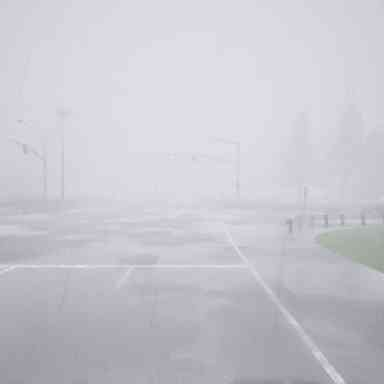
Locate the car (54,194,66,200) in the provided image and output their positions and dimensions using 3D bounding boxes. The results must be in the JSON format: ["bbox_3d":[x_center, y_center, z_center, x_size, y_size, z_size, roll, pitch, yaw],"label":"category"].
[{"bbox_3d":[-33.784,1.170,85.200,2.033,1.411,5.357,0,0,-14],"label":"car"}]

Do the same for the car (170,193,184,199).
[{"bbox_3d":[-3.891,0.955,95.132,2.097,1.767,4.553,0,0,-18],"label":"car"}]

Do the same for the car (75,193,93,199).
[{"bbox_3d":[-21.090,1.234,66.286,1.837,1.490,4.892,0,0,0],"label":"car"}]

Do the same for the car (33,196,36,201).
[{"bbox_3d":[-28.119,1.324,59.051,1.994,1.385,4.181,0,0,0],"label":"car"}]

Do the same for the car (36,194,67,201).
[{"bbox_3d":[-21.158,1.325,50.291,1.812,1.442,4.674,0,0,0],"label":"car"}]

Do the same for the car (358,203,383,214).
[{"bbox_3d":[17.374,1.384,29.274,4.902,1.511,2.128,0,0,8],"label":"car"}]

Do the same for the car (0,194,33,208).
[{"bbox_3d":[-24.657,1.366,45.883,2.033,1.411,5.357,0,0,0],"label":"car"}]

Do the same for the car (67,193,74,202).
[{"bbox_3d":[-24.600,1.344,62.869,1.895,1.301,4.718,0,0,0],"label":"car"}]

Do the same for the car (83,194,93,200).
[{"bbox_3d":[-26.440,1.198,84.852,1.994,1.385,4.181,0,0,-10],"label":"car"}]
